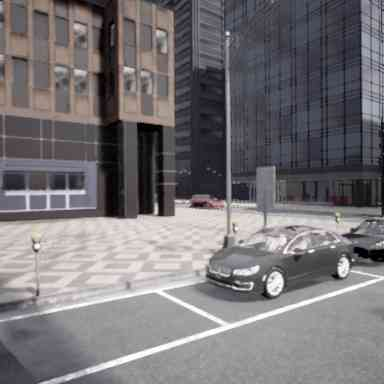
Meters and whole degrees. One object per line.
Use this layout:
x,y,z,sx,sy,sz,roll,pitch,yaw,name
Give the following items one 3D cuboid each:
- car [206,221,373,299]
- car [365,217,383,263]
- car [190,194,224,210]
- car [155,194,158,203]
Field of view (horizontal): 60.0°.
2.340,1.549,8.330,4.403,1.369,2.008,0,-1,-35,car
6.719,1.561,11.454,4.313,1.339,1.947,0,-1,-35,car
1.687,1.097,38.369,2.097,1.767,4.553,-1,1,-36,car
-5.775,1.034,54.188,1.837,1.490,4.892,-1,1,-35,car
